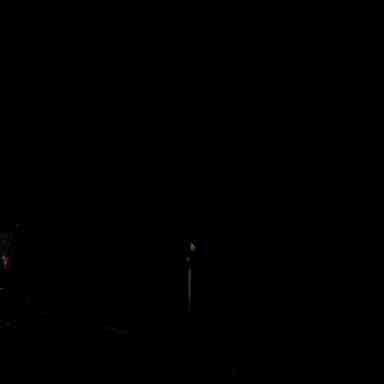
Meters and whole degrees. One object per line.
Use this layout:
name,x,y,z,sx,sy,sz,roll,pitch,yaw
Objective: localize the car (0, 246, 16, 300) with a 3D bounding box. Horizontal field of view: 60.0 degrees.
car,-5.576,1.408,7.085,4.097,1.590,1.967,0,0,36
